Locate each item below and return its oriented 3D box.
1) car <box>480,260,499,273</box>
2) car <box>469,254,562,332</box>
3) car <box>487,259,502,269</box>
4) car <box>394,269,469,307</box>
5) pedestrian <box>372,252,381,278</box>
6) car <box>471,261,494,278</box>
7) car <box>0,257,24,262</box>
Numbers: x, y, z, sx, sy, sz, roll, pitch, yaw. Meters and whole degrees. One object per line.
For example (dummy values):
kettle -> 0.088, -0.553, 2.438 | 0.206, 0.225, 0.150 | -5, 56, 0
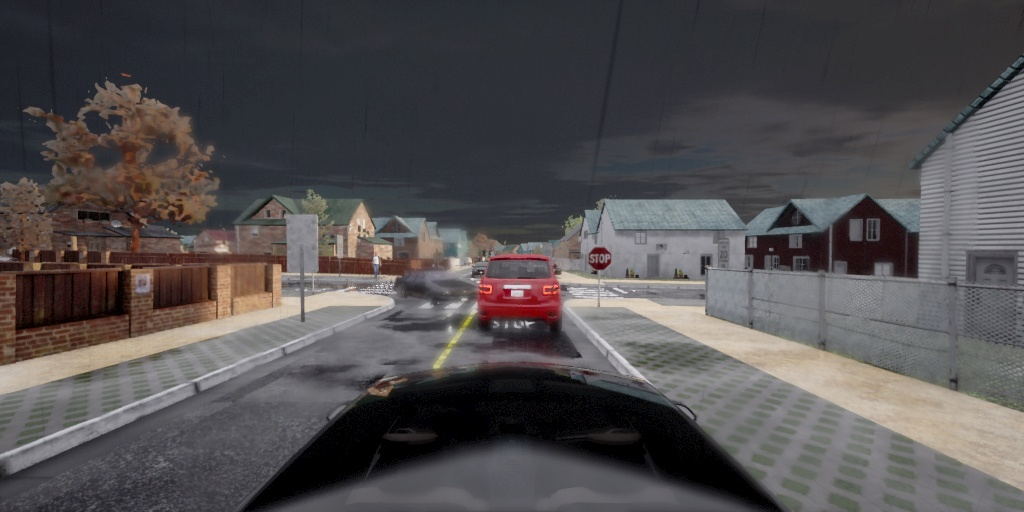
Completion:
car -> -2.721, 1.285, 44.921 | 2.033, 1.411, 5.357 | 0, 0, 0
car -> 0.369, 0.969, 11.060 | 2.150, 2.045, 5.566 | 0, 0, 5
car -> -2.694, 1.221, 55.515 | 2.128, 1.511, 4.902 | 0, 0, 0
car -> -3.495, 1.300, 15.948 | 2.033, 1.411, 5.357 | 1, -1, -39
pedestrian -> -9.619, 0.612, 25.370 | 0.375, 1.860, 0.375 | 0, 0, 1
car -> -2.766, 1.247, 34.732 | 1.837, 1.490, 4.892 | 0, 0, 0
car -> -28.566, 0.748, 19.878 | 4.674, 1.442, 1.812 | 1, 1, 1
